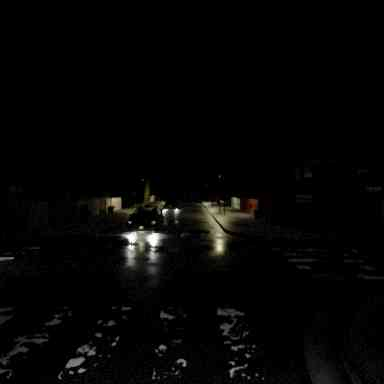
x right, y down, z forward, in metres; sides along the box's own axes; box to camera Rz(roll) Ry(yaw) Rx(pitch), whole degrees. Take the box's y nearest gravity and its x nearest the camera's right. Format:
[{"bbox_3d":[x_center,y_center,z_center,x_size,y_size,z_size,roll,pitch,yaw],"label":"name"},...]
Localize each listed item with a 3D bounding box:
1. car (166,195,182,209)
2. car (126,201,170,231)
[{"bbox_3d":[-2.775,1.539,45.180,1.837,1.490,4.892,0,0,0],"label":"car"},{"bbox_3d":[-2.764,1.549,20.780,2.033,1.411,5.357,0,0,0],"label":"car"}]
